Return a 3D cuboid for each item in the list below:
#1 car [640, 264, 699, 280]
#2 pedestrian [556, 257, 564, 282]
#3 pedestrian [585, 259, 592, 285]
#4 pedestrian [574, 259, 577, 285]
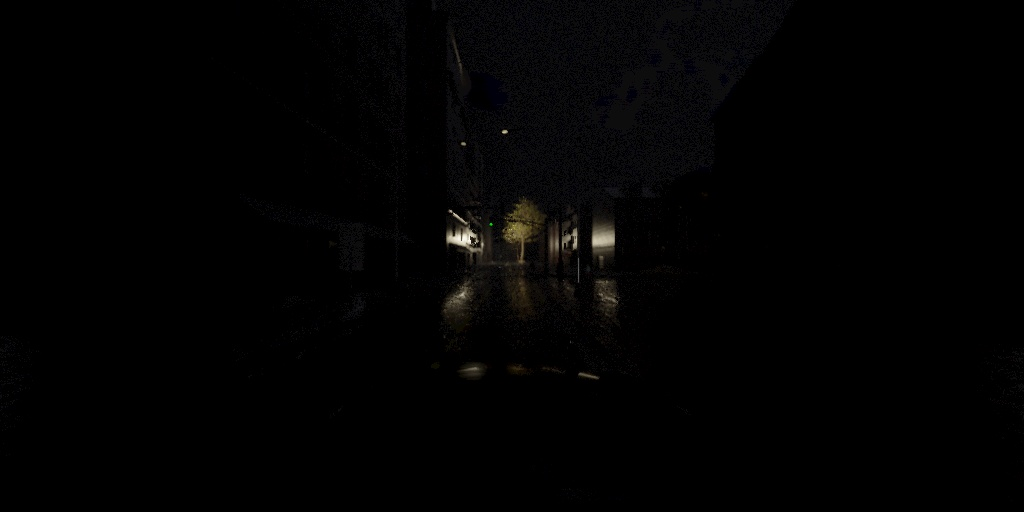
[{"bbox_3d":[13.886,1.414,31.757,4.829,1.417,1.751,0,0,0],"label":"car"},{"bbox_3d":[3.511,0.947,26.194,0.375,1.860,0.375,0,0,0],"label":"pedestrian"},{"bbox_3d":[5.511,1.082,25.593,0.375,1.860,0.375,0,0,0],"label":"pedestrian"},{"bbox_3d":[4.511,1.094,24.993,0.375,1.860,0.375,0,0,0],"label":"pedestrian"}]
